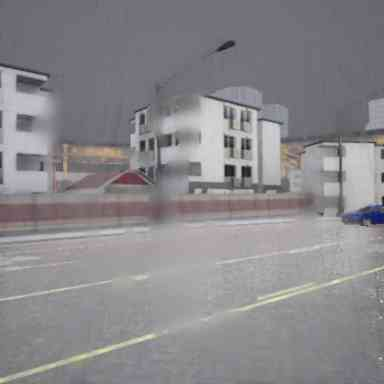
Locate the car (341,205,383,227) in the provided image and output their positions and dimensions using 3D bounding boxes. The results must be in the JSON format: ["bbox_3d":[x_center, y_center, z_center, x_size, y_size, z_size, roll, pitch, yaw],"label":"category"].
[{"bbox_3d":[13.400,1.712,24.515,5.008,1.535,1.882,0,-1,-17],"label":"car"}]
